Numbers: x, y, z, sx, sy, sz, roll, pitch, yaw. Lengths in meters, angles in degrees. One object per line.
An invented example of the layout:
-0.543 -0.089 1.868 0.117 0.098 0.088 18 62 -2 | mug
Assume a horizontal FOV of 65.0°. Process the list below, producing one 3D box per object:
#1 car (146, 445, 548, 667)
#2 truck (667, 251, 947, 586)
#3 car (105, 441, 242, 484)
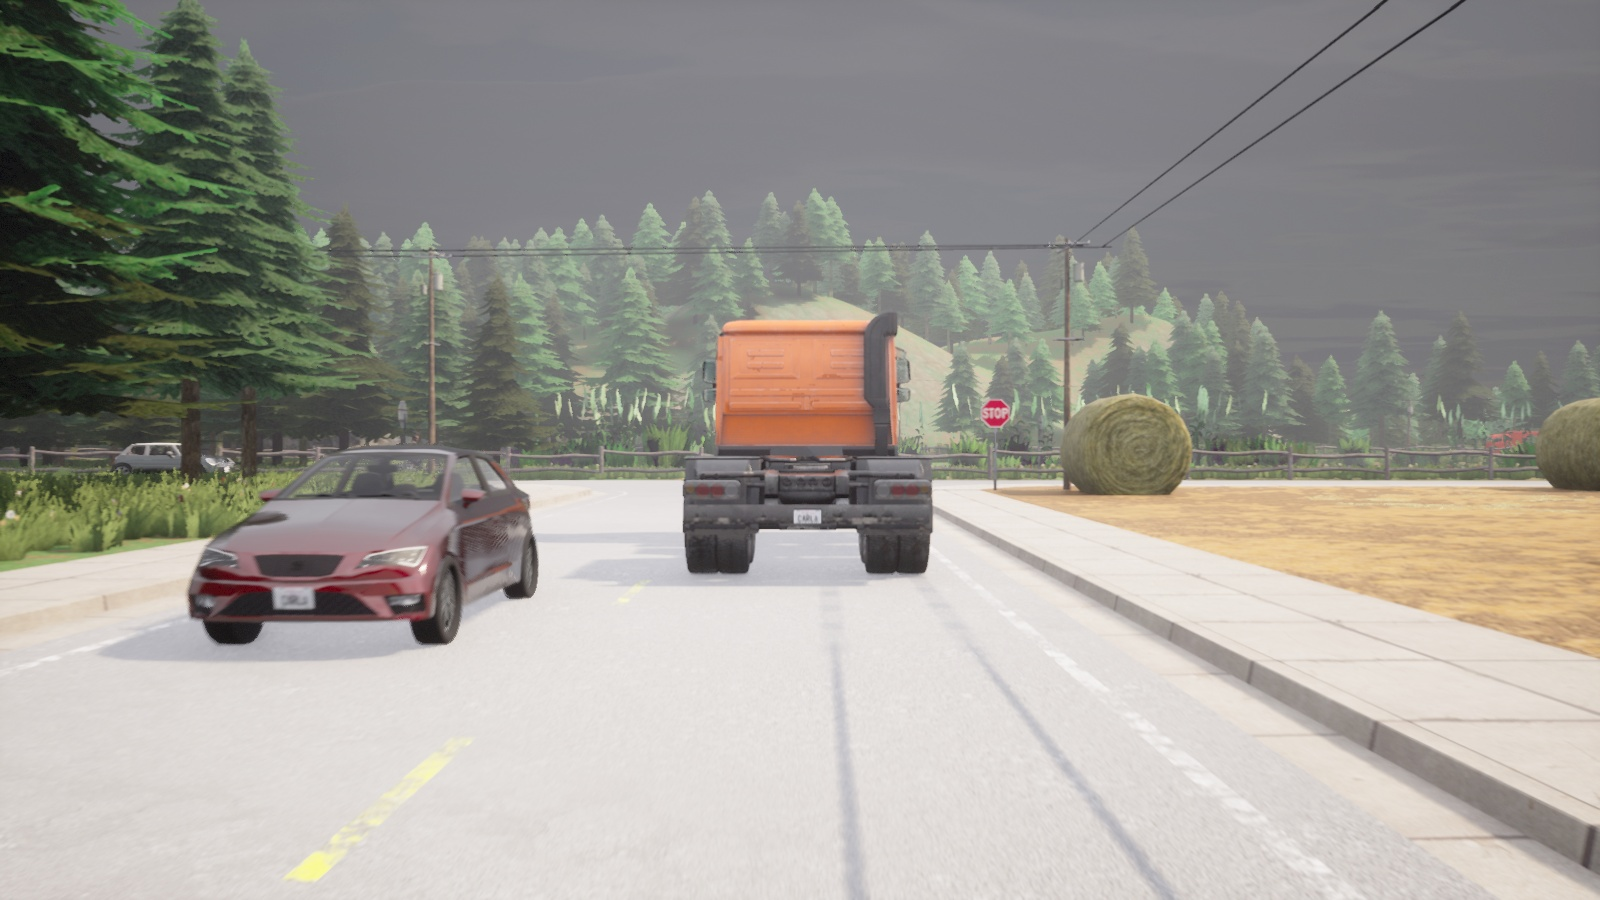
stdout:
-3.437 0.698 10.459 1.816 1.474 4.193 0 0 0 | car
0.090 -0.333 16.954 2.891 3.462 7.936 0 0 0 | truck
-21.880 0.412 43.924 3.806 1.475 1.970 0 0 3 | car
